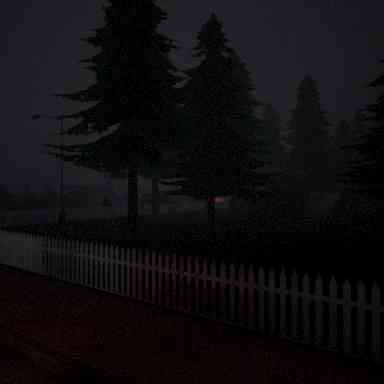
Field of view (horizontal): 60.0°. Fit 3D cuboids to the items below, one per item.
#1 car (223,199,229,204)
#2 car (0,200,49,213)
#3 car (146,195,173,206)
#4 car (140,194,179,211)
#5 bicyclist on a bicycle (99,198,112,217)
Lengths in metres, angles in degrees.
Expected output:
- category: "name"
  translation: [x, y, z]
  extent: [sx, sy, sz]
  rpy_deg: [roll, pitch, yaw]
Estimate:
- category: "car"
  translation: [5.910, 1.352, 60.278]
  extent: [2.097, 1.767, 4.553]
  rpy_deg: [0, 0, 34]
- category: "car"
  translation: [-18.671, 1.547, 36.765]
  extent: [2.033, 1.411, 5.357]
  rpy_deg: [0, 0, 34]
- category: "car"
  translation: [-5.407, 1.351, 56.167]
  extent: [2.097, 1.767, 4.553]
  rpy_deg: [0, 0, 35]
- category: "car"
  translation: [-3.764, 1.221, 39.663]
  extent: [2.150, 2.045, 5.566]
  rpy_deg: [0, 0, 34]
- category: "bicyclist on a bicycle"
  translation: [-7.203, 1.302, 27.872]
  extent: [1.656, 1.620, 0.582]
  rpy_deg: [0, 0, 34]
